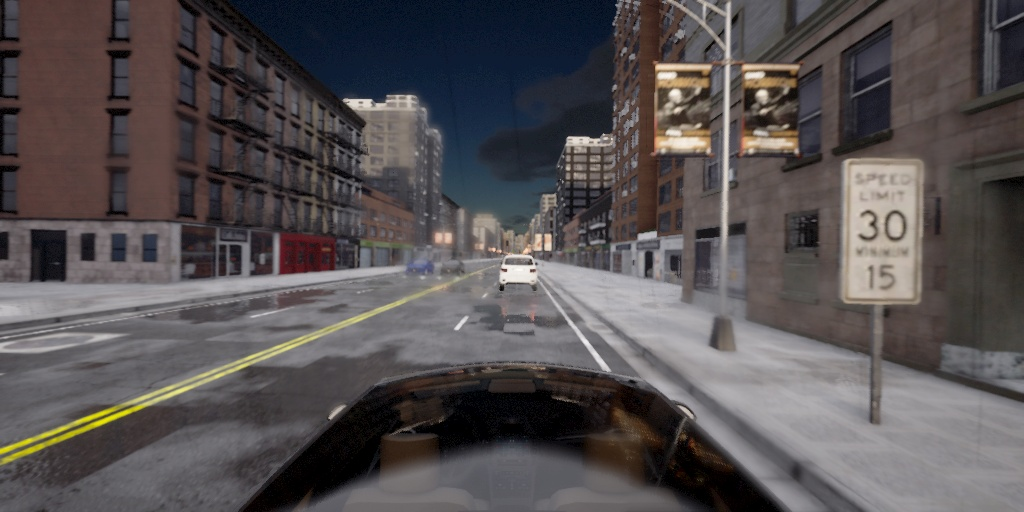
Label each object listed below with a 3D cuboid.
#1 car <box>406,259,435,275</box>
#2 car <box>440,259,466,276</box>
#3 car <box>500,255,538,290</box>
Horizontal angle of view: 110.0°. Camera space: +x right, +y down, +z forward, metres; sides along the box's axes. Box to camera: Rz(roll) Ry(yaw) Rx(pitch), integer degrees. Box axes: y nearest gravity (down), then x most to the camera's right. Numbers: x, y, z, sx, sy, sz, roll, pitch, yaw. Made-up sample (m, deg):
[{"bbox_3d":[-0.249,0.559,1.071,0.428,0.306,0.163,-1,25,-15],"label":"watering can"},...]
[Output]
[{"bbox_3d":[-9.041,1.064,35.805,1.882,1.535,5.008,1,0,1],"label":"car"},{"bbox_3d":[-5.792,1.114,35.734,1.882,1.535,5.008,1,0,1],"label":"car"},{"bbox_3d":[0.421,0.962,22.385,2.150,2.045,5.566,1,0,1],"label":"car"}]
